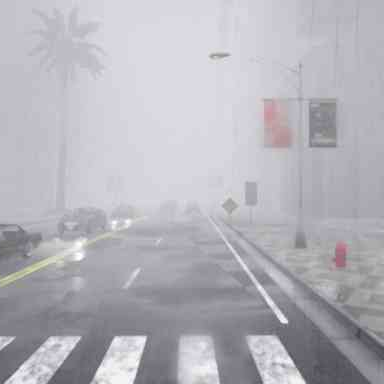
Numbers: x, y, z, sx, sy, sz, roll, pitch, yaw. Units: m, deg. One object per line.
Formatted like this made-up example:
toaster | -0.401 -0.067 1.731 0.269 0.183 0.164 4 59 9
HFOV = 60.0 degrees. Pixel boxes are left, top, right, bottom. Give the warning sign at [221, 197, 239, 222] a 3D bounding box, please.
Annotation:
warning sign | 2.895 1.345 25.444 1.300 1.860 1.060 1 0 0

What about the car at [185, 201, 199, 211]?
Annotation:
car | 0.073 2.138 51.033 2.033 1.411 5.357 0 -1 0

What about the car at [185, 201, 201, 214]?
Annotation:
car | 0.108 2.039 41.029 1.895 1.301 4.718 0 -1 1

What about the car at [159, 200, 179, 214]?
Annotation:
car | -3.091 1.992 41.260 2.033 1.411 5.357 0 -1 -1

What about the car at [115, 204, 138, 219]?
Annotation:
car | -6.541 1.889 32.512 1.994 1.385 4.181 0 -1 0

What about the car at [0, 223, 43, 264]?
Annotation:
car | -6.587 1.688 10.373 1.895 1.301 4.718 0 0 0

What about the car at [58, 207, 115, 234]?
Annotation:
car | -6.568 1.675 20.436 2.128 1.511 4.902 0 -1 0

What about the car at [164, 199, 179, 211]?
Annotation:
car | -3.116 1.958 51.835 2.097 1.767 4.553 0 -1 0
